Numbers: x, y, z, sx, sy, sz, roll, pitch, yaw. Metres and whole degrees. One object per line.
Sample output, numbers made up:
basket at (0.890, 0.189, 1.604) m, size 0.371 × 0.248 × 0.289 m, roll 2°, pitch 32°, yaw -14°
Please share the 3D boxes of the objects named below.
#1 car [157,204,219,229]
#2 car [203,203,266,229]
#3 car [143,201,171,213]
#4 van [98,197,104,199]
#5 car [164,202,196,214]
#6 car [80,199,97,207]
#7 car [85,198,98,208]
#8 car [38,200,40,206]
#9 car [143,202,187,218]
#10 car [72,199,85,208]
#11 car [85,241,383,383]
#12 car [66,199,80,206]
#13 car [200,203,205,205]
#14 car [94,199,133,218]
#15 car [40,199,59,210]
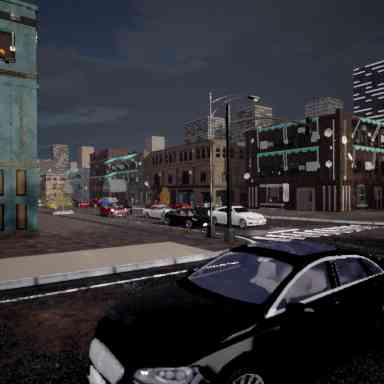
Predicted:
car at (-0.392, 1.814, 23.840) m, size 1.947 × 1.339 × 4.313 m, roll -2°, pitch 0°, yaw -36°
car at (3.099, 1.722, 23.686) m, size 1.812 × 1.442 × 4.674 m, roll -1°, pitch 0°, yaw -37°
car at (-4.766, 1.966, 44.577) m, size 1.802 × 1.307 × 4.206 m, roll -2°, pitch 0°, yaw -36°
van at (-14.430, 1.906, 58.085) m, size 1.690 × 1.788 × 3.998 m, roll -1°, pitch 0°, yaw -36°
car at (-1.548, 1.903, 40.075) m, size 1.802 × 1.307 × 4.206 m, roll -2°, pitch 0°, yaw -36°
car at (-20.864, 2.227, 67.091) m, size 1.887 × 1.381 × 4.507 m, roll -1°, pitch 0°, yaw -36°
car at (-17.650, 1.939, 62.588) m, size 2.192 × 1.841 × 5.009 m, roll -1°, pitch 0°, yaw -36°
car at (-30.899, 2.375, 66.719) m, size 2.008 × 1.369 × 4.403 m, roll -1°, pitch 0°, yaw -36°
car at (-2.861, 1.914, 31.972) m, size 1.895 × 1.301 × 4.718 m, roll -1°, pitch 0°, yaw -36°
car at (-20.586, 2.230, 62.263) m, size 1.994 × 1.385 × 4.181 m, roll -1°, pitch 0°, yaw -36°
car at (1.122, 1.491, 4.494) m, size 4.902 × 1.511 × 2.128 m, roll 0°, pitch 0°, yaw -36°
car at (-27.302, 2.364, 76.096) m, size 1.947 × 1.339 × 4.313 m, roll -1°, pitch 0°, yaw -36°
car at (1.671, 1.809, 35.572) m, size 2.008 × 1.369 × 4.403 m, roll -2°, pitch 0°, yaw -36°
car at (-8.367, 1.846, 35.199) m, size 1.967 × 1.590 × 4.097 m, roll -1°, pitch 0°, yaw -36°
car at (-24.362, 2.232, 57.574) m, size 1.752 × 1.417 × 4.829 m, roll -1°, pitch 0°, yaw -36°
